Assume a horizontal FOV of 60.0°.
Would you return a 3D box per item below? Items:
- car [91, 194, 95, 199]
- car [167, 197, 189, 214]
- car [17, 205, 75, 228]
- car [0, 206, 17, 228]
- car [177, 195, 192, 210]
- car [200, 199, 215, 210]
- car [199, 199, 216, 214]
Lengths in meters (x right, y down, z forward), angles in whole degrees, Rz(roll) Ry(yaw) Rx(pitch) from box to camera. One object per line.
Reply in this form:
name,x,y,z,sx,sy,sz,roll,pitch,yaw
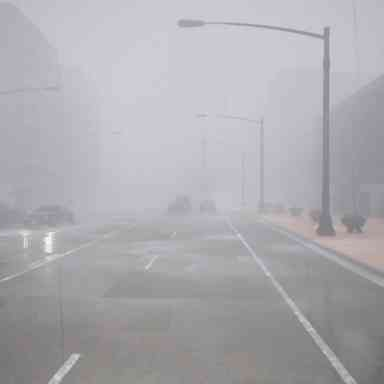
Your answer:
car,-25.711,1.020,82.897,1.970,1.475,3.806,0,2,3
car,-1.699,1.687,38.431,1.882,1.535,5.008,0,0,3
car,-9.599,1.611,22.811,1.812,1.442,4.674,0,-1,3
car,-13.060,1.641,22.688,1.994,1.385,4.181,0,0,3
car,-1.257,1.499,48.477,2.150,2.045,5.566,0,0,3
car,2.278,1.781,49.050,2.128,1.511,4.902,0,0,3
car,1.839,1.713,39.085,2.128,1.511,4.902,0,0,3
